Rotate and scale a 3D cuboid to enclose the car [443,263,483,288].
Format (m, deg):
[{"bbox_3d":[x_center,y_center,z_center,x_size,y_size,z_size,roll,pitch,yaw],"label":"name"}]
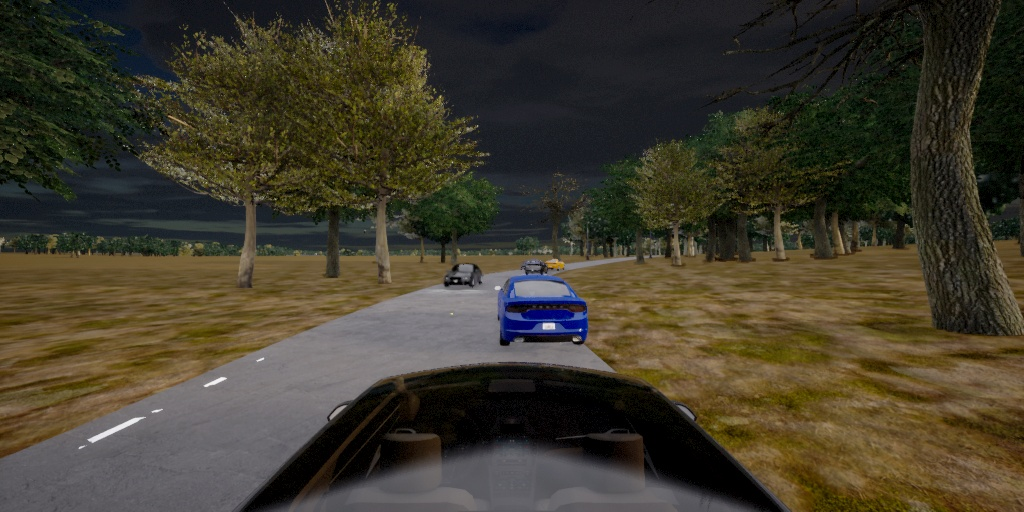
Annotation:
[{"bbox_3d":[-3.152,1.255,23.816,1.837,1.490,4.892,0,0,5],"label":"car"}]

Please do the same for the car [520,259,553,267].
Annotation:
[{"bbox_3d":[2.680,1.234,38.481,2.128,1.511,4.902,0,0,15],"label":"car"}]

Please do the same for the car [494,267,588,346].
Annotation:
[{"bbox_3d":[0.577,1.228,9.513,1.882,1.535,5.008,0,0,-3],"label":"car"}]

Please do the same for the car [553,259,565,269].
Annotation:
[{"bbox_3d":[5.775,1.149,48.374,1.882,1.535,5.008,0,1,21],"label":"car"}]
